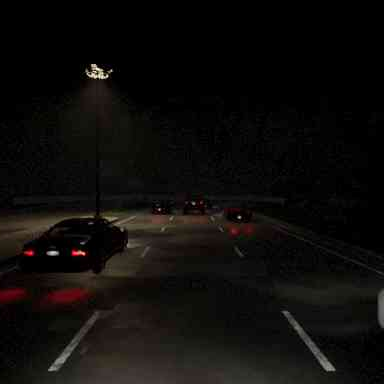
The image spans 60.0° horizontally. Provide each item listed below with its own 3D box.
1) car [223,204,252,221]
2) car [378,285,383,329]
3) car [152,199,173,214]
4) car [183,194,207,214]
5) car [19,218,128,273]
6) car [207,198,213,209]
[{"bbox_3d":[3.605,1.601,27.360,1.895,1.301,4.718,0,0,0],"label":"car"},{"bbox_3d":[3.601,1.219,2.149,2.150,2.045,5.566,0,0,0],"label":"car"},{"bbox_3d":[-3.162,1.506,36.055,1.837,1.490,4.892,0,0,2],"label":"car"},{"bbox_3d":[0.275,1.221,34.772,2.150,2.045,5.566,0,0,2],"label":"car"},{"bbox_3d":[-3.401,1.548,10.637,2.033,1.411,5.357,0,0,0],"label":"car"},{"bbox_3d":[1.615,1.492,44.550,2.128,1.511,4.902,0,0,12],"label":"car"}]
